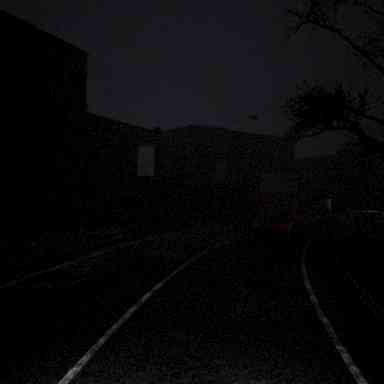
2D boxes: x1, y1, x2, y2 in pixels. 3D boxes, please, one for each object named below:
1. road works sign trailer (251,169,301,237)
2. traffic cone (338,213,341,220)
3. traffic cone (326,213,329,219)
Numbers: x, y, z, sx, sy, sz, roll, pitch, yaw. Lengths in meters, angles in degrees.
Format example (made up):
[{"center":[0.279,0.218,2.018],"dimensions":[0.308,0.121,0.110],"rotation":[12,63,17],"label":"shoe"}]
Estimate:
[{"center":[4.961,0.535,18.778],"dimensions":[2.380,3.560,2.880],"rotation":[1,0,34],"label":"road works sign trailer"},{"center":[12.897,2.148,29.037],"dimensions":[0.340,0.580,0.340],"rotation":[2,0,36],"label":"traffic cone"},{"center":[12.087,2.127,29.624],"dimensions":[0.340,0.580,0.340],"rotation":[1,0,36],"label":"traffic cone"}]
